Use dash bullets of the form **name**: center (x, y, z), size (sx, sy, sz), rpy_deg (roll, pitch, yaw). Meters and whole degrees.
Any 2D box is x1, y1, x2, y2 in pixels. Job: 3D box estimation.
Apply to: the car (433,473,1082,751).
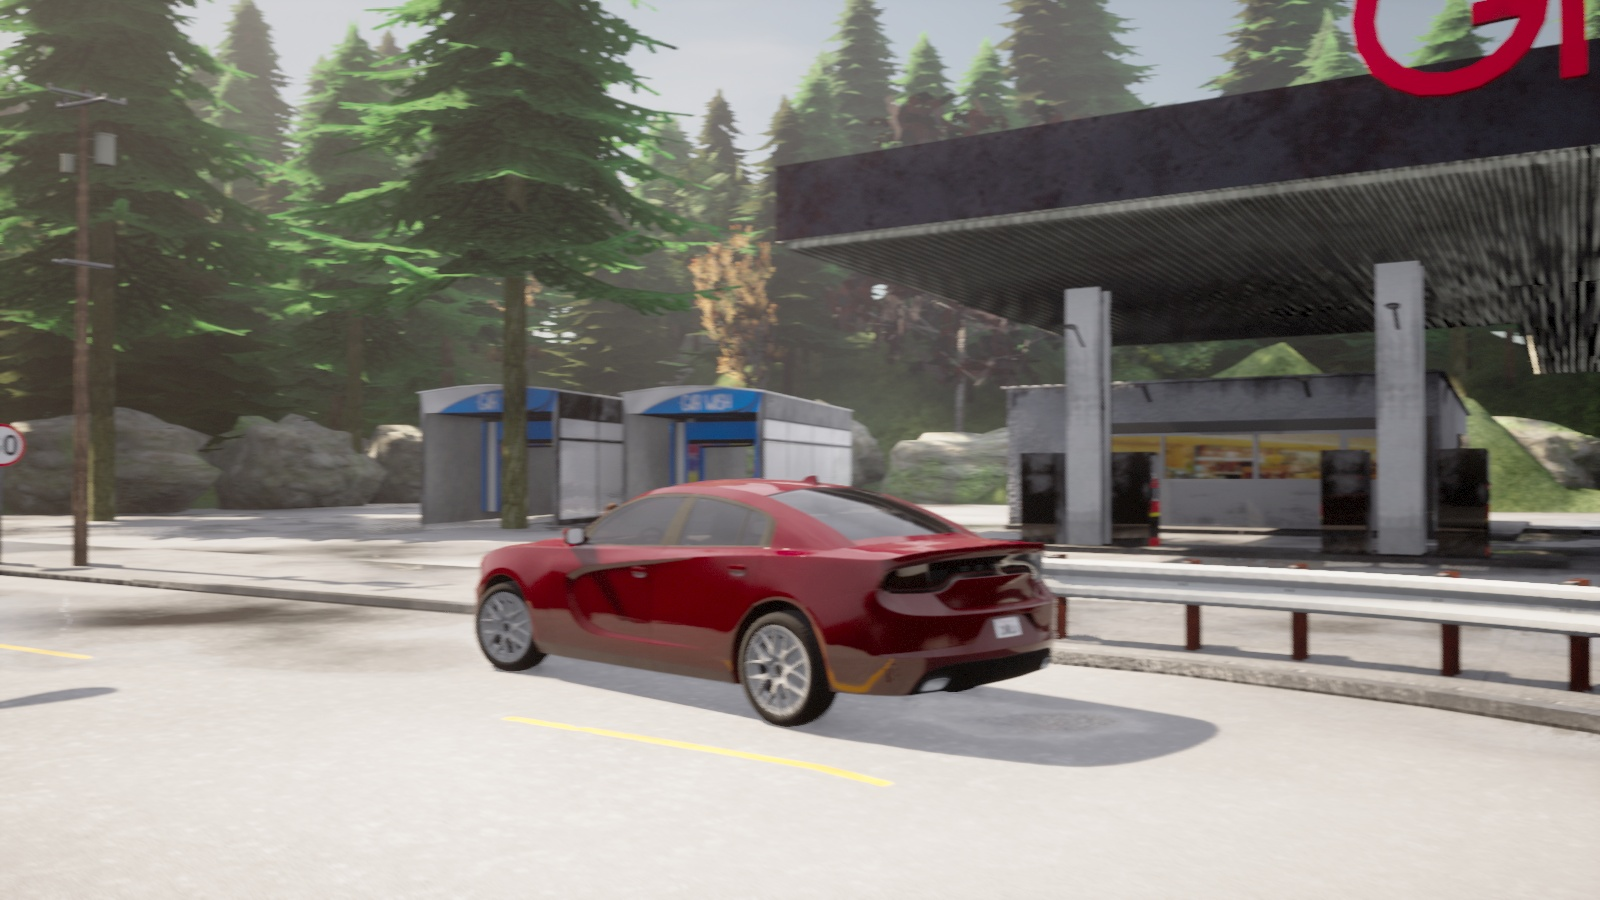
- **car**: center (-0.593, 0.961, 9.395), size (5.008, 1.535, 1.882), rpy_deg (-1, -2, 44)
